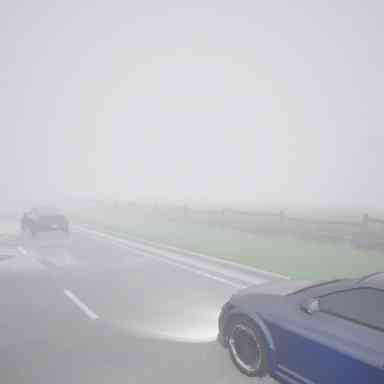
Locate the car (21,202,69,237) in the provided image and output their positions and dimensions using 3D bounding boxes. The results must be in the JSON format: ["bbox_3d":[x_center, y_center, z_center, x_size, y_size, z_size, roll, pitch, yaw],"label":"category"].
[{"bbox_3d":[-8.104,1.519,18.254,1.812,1.442,4.674,0,0,-35],"label":"car"}]

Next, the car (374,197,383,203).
[{"bbox_3d":[32.477,1.191,54.496,1.932,1.855,4.605,0,0,-35],"label":"car"}]

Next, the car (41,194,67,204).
[{"bbox_3d":[-22.076,1.194,53.561,3.866,1.878,1.905,0,0,-35],"label":"car"}]

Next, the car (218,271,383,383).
[{"bbox_3d":[2.163,1.563,3.604,1.994,1.385,4.181,0,0,-35],"label":"car"}]
